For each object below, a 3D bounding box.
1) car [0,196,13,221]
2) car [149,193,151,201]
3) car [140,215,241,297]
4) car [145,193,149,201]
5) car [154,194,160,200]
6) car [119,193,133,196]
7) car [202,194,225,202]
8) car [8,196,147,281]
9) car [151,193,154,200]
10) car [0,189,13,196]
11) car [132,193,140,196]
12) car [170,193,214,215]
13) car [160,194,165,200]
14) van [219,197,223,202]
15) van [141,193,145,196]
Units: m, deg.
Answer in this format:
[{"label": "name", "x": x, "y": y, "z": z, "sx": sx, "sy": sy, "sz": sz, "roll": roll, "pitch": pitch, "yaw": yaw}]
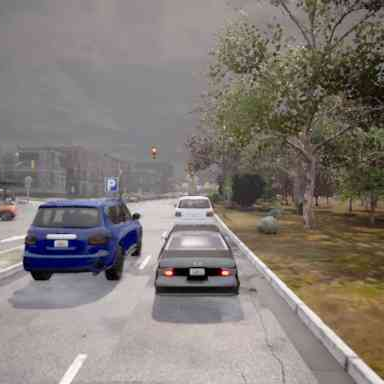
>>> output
[{"label": "car", "x": -16.675, "y": 1.447, "z": 26.966, "sx": 4.553, "sy": 1.767, "sz": 2.185, "roll": -1, "pitch": 0, "yaw": -19}, {"label": "car", "x": -12.782, "y": 1.487, "z": 79.730, "sx": 4.674, "sy": 1.452, "sz": 2.002, "roll": -1, "pitch": 0, "yaw": -13}, {"label": "car", "x": 0.091, "y": 1.570, "z": 8.822, "sx": 2.033, "sy": 1.411, "sz": 5.357, "roll": 0, "pitch": 0, "yaw": 0}, {"label": "car", "x": -13.149, "y": 1.444, "z": 76.734, "sx": 4.892, "sy": 1.521, "sz": 2.231, "roll": -1, "pitch": 0, "yaw": -14}, {"label": "car", "x": -11.611, "y": 1.499, "z": 88.716, "sx": 4.674, "sy": 1.452, "sz": 2.002, "roll": -1, "pitch": 0, "yaw": -12}, {"label": "car", "x": -14.560, "y": 1.462, "z": 64.776, "sx": 4.792, "sy": 1.488, "sz": 2.163, "roll": -1, "pitch": 0, "yaw": -15}, {"label": "car", "x": 4.542, "y": 1.254, "z": 70.375, "sx": 4.553, "sy": 1.767, "sz": 2.185, "roll": 1, "pitch": 0, "yaw": -14}, {"label": "car", "x": -2.911, "y": 1.248, "z": 10.076, "sx": 2.150, "sy": 2.045, "sz": 5.566, "roll": 0, "pitch": 0, "yaw": 0}, {"label": "car", "x": -12.415, "y": 1.491, "z": 82.732, "sx": 4.674, "sy": 1.452, "sz": 2.002, "roll": -1, "pitch": -1, "yaw": -13}, {"label": "car", "x": -31.264, "y": 0.226, "z": 55.616, "sx": 2.002, "sy": 1.452, "sz": 4.674, "roll": 6, "pitch": -3, "yaw": -19}, {"label": "car", "x": -13.920, "y": 1.424, "z": 67.769, "sx": 5.366, "sy": 1.575, "sz": 1.946, "roll": -1, "pitch": 0, "yaw": -15}, {"label": "car", "x": 0.118, "y": 1.276, "z": 19.072, "sx": 2.150, "sy": 2.045, "sz": 5.566, "roll": 0, "pitch": 0, "yaw": 0}, {"label": "car", "x": -11.166, "y": 1.211, "z": 91.723, "sx": 5.566, "sy": 2.045, "sz": 2.435, "roll": -1, "pitch": 0, "yaw": -12}, {"label": "van", "x": 4.163, "y": 1.150, "z": 67.405, "sx": 4.442, "sy": 1.987, "sz": 1.878, "roll": 1, "pitch": 0, "yaw": -14}, {"label": "van", "x": -13.372, "y": 1.211, "z": 73.763, "sx": 4.442, "sy": 1.987, "sz": 1.878, "roll": -1, "pitch": 0, "yaw": -14}]
